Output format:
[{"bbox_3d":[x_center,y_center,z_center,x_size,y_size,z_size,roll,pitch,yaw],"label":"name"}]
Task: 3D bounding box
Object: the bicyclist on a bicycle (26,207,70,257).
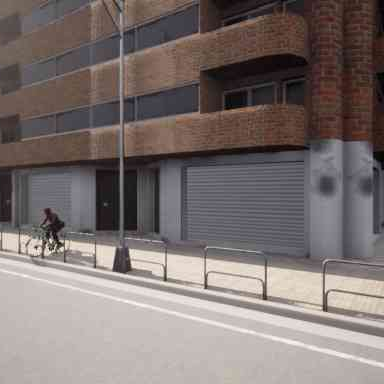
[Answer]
[{"bbox_3d":[-4.747,1.338,11.130,0.582,1.620,1.656,1,-3,33],"label":"bicyclist on a bicycle"}]
